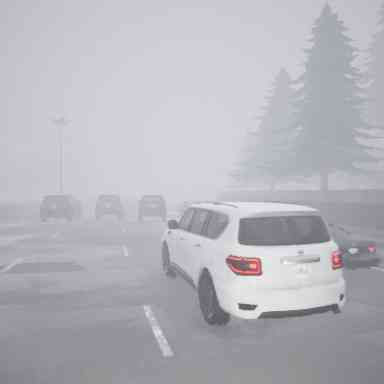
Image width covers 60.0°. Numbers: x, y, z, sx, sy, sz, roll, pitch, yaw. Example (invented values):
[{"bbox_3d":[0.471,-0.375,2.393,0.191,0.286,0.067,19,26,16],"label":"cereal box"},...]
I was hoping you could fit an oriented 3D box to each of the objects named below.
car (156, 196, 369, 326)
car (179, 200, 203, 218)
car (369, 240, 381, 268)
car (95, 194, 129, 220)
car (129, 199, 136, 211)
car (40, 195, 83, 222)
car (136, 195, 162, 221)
[{"bbox_3d":[0.825,1.226,7.411,2.150,2.045,5.566,0,0,-16],"label":"car"},{"bbox_3d":[-0.201,1.520,31.655,1.837,1.490,4.892,0,0,-6],"label":"car"},{"bbox_3d":[3.485,1.554,10.954,2.033,1.411,5.357,0,0,-15],"label":"car"},{"bbox_3d":[-6.939,1.226,28.745,2.150,2.045,5.566,0,-1,-7],"label":"car"},{"bbox_3d":[-7.805,1.564,41.844,2.033,1.411,5.357,0,0,-1],"label":"car"},{"bbox_3d":[-10.171,1.229,26.234,2.150,2.045,5.566,0,0,-8],"label":"car"},{"bbox_3d":[-3.280,1.233,27.491,2.150,2.045,5.566,0,0,-7],"label":"car"}]
